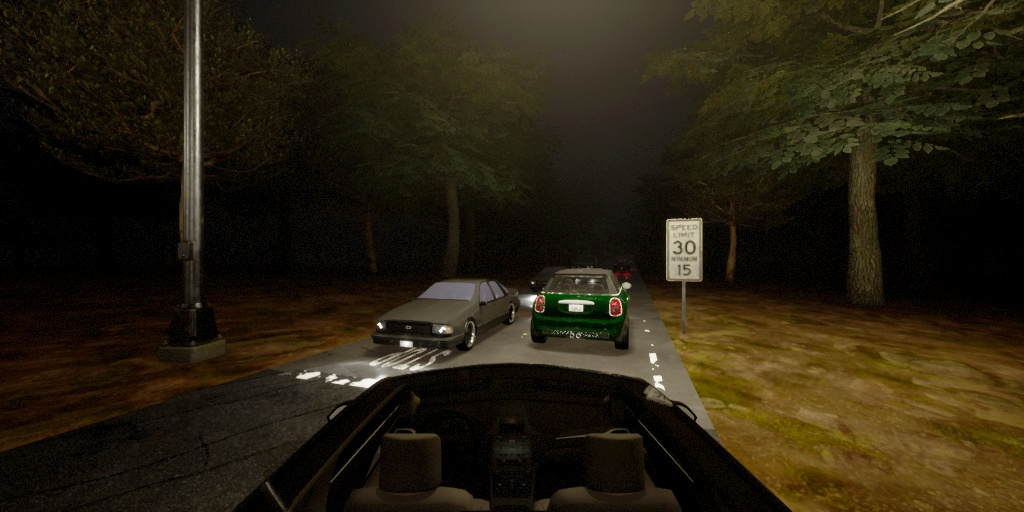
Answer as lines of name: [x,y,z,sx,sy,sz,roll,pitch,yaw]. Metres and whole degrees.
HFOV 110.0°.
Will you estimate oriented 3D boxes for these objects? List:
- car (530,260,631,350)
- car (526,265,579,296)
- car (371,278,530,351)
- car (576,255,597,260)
car: [2.003,1.103,9.473,2.097,1.767,4.553,0,0,18]
car: [2.513,1.298,20.844,2.033,1.411,5.357,0,0,18]
car: [-1.249,1.298,9.422,2.033,1.411,5.357,0,0,17]
car: [7.206,0.931,34.866,2.150,2.045,5.566,0,1,19]
